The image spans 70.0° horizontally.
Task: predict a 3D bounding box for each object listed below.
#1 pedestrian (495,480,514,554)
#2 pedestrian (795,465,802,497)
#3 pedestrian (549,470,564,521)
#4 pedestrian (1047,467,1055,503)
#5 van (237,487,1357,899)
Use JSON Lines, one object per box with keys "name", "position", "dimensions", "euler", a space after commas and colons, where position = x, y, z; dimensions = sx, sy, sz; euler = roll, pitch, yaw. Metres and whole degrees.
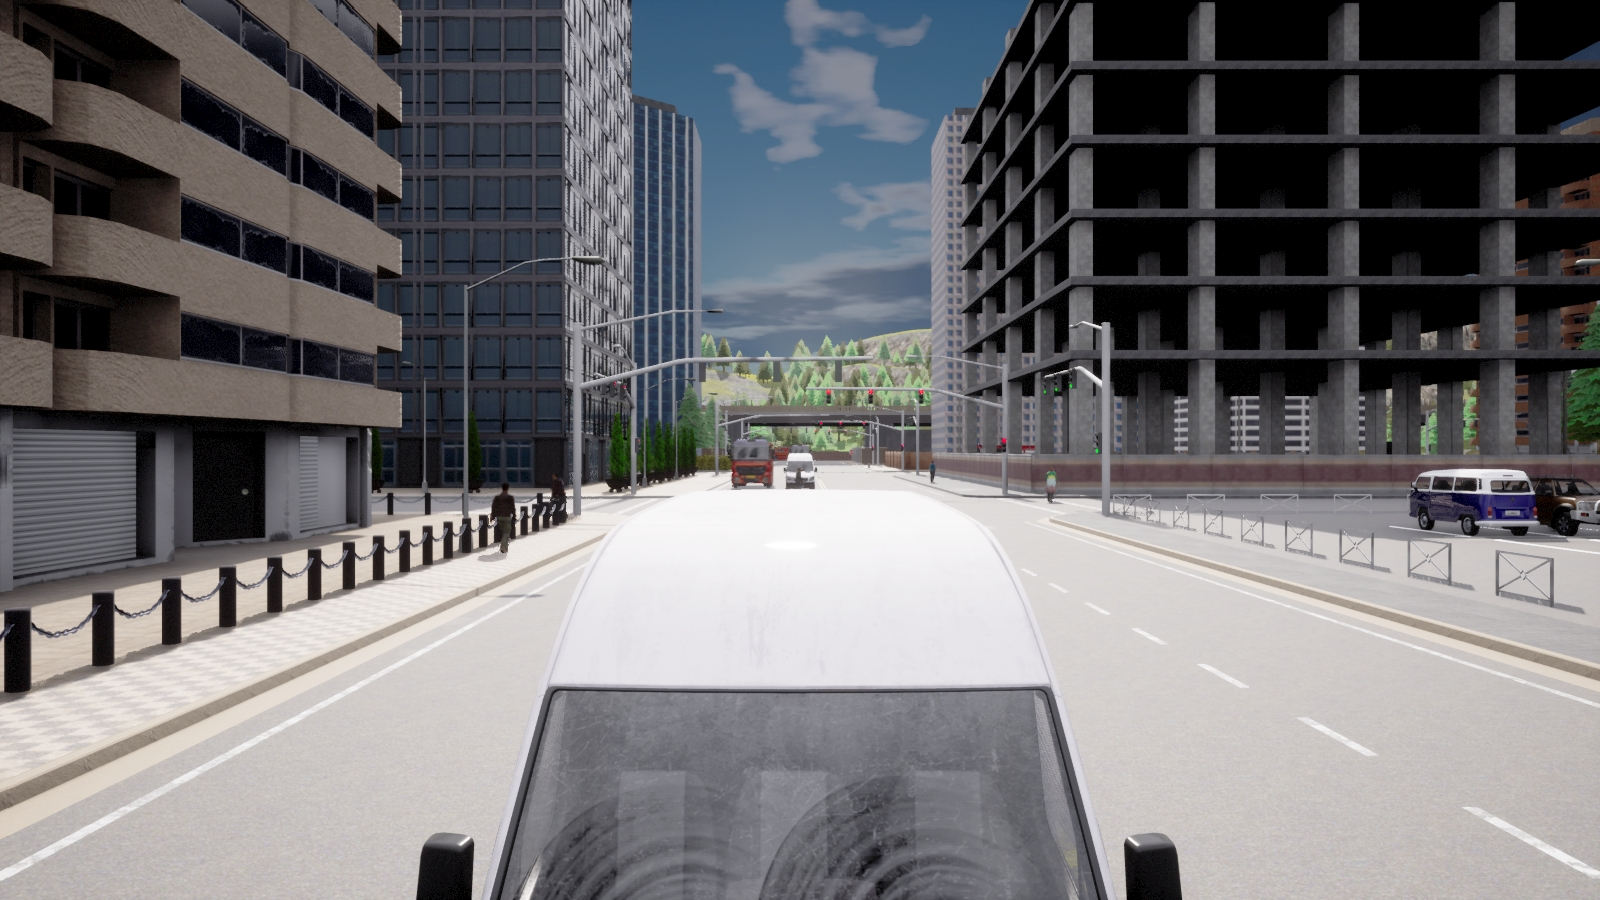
{"name": "pedestrian", "position": [-7.483, 1.697, 28.947], "dimensions": [0.375, 1.860, 0.375], "euler": [0, 0, 1]}
{"name": "pedestrian", "position": [-0.079, 1.848, 67.534], "dimensions": [0.375, 1.860, 0.375], "euler": [0, 0, 2]}
{"name": "pedestrian", "position": [-8.982, 1.686, 42.165], "dimensions": [0.375, 1.860, 0.375], "euler": [0, 0, -44]}
{"name": "pedestrian", "position": [12.986, 1.793, 59.078], "dimensions": [0.375, 1.860, 0.375], "euler": [0, 0, 7]}
{"name": "van", "position": [-0.002, 1.534, 4.985], "dimensions": [1.988, 2.561, 5.915], "euler": [0, 0, 0]}
